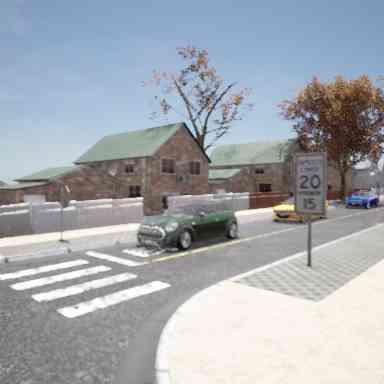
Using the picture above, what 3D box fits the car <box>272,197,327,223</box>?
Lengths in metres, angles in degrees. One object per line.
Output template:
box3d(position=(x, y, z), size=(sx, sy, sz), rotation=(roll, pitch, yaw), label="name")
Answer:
box3d(position=(6.946, 1.019, 21.235), size=(1.882, 1.535, 5.008), rotation=(1, 2, 43), label="car")

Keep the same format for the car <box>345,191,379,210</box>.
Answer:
box3d(position=(15.782, 0.708, 30.775), size=(1.882, 1.535, 5.008), rotation=(1, 2, 43), label="car")

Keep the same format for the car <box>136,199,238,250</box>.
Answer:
box3d(position=(-0.085, 1.143, 13.534), size=(2.097, 1.767, 4.553), rotation=(1, 2, 41), label="car")
